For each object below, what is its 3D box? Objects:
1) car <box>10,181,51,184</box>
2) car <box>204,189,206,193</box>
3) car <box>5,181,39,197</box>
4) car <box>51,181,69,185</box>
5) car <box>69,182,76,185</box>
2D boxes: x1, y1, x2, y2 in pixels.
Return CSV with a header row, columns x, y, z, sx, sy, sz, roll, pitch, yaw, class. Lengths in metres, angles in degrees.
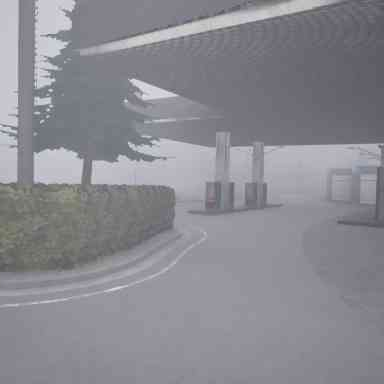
x,y,z,sx,sy,sz,roll,pitch,yaw,class
-17.252,-0.182,35.232,3.866,1.878,1.905,2,2,35,car
4.868,-0.306,65.621,5.027,1.636,2.152,2,2,35,car
-21.784,-0.469,42.450,4.605,1.855,1.932,2,2,35,car
-26.795,-1.260,65.478,3.866,1.878,1.905,2,2,35,car
-25.457,-1.284,68.090,4.605,1.855,1.932,2,2,35,car
